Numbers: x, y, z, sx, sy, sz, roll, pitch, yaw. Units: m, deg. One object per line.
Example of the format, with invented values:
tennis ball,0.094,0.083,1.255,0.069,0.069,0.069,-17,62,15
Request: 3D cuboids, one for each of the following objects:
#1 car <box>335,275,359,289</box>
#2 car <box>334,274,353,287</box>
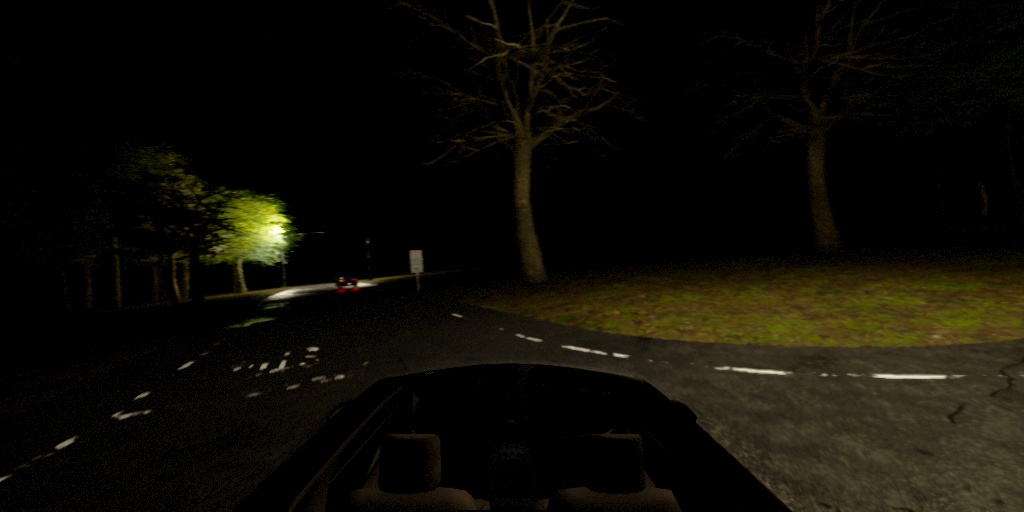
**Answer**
car,-18.548,2.857,40.498,1.812,1.442,4.674,-4,-1,-28
car,-23.299,3.356,49.507,2.128,1.511,4.902,-4,-1,-28
